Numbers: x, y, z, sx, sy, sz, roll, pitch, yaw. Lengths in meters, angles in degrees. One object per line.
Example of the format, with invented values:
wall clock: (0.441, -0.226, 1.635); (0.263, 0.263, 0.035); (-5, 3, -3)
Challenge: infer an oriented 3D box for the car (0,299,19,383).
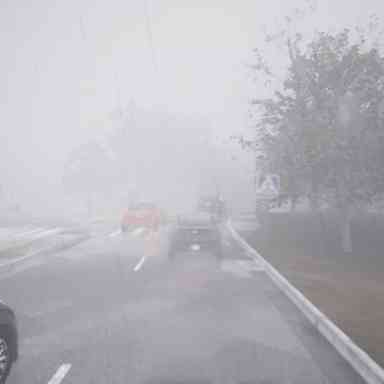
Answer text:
car: (-3.151, 1.354, 2.196); (2.097, 1.767, 4.553); (0, 0, 0)

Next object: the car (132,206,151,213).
car: (-12.719, 4.345, 83.888); (4.553, 1.767, 2.097); (1, -4, -18)

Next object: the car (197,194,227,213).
car: (1.858, 1.215, 30.327); (2.150, 2.045, 5.566); (-1, 0, 11)

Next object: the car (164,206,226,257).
car: (0.110, 1.515, 12.926); (1.837, 1.490, 4.892); (0, 0, 0)

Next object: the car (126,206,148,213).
car: (-13.217, 4.251, 80.326); (5.008, 1.535, 1.882); (1, -4, -22)

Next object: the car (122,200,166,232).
car: (-2.814, 1.374, 20.650); (2.097, 1.767, 4.553); (0, 0, 4)
